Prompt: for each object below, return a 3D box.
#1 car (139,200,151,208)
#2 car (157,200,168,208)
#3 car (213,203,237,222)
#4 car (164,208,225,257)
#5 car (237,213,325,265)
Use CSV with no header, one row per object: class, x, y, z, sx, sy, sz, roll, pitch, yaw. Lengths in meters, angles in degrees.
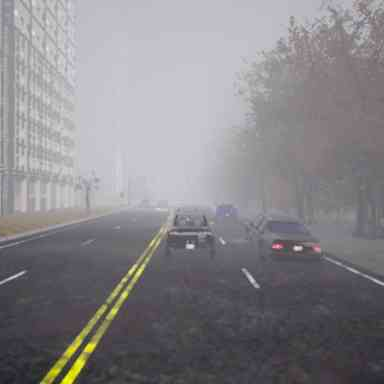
car,-8.411,2.139,59.231,1.812,1.442,4.674,0,-1,-3
car,-5.164,2.105,59.290,2.128,1.511,4.902,0,-1,-3
car,2.800,1.722,29.404,1.882,1.535,5.008,-5,0,-1
car,-0.067,1.633,13.563,2.128,1.511,4.902,0,0,0
car,3.218,1.579,12.604,2.033,1.411,5.357,5,4,0
